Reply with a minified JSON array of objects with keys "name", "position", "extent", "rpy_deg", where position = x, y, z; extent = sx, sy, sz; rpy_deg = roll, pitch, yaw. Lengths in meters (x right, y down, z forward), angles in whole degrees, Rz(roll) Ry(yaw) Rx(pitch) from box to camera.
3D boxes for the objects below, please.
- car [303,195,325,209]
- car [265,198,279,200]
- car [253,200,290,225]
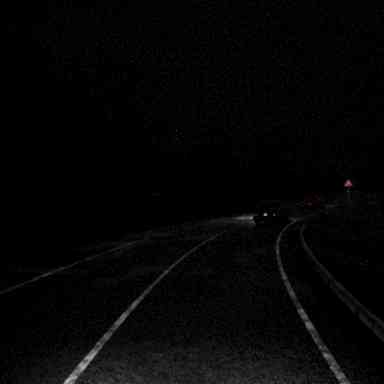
[{"name":"car","position":[14.811,1.144,40.338],"extent":[1.882,1.535,5.008],"rpy_deg":[-3,0,31]},{"name":"car","position":[8.717,1.492,36.955],"extent":[2.128,1.511,4.902],"rpy_deg":[-3,0,31]},{"name":"car","position":[5.975,1.577,24.627],"extent":[2.033,1.411,5.357],"rpy_deg":[-2,-1,25]}]
